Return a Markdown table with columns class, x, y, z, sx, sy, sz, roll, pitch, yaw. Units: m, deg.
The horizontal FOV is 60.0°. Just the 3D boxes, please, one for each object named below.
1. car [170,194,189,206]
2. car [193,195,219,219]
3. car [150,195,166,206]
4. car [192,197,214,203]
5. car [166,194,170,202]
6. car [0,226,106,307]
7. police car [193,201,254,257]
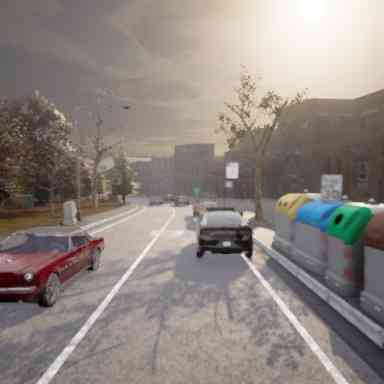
| class | x | y | z | sx | sy | sz | roll | pitch | yaw |
| --- | --- | --- | --- | --- | --- | --- | --- | --- | --- |
| car | -1.608 | 1.259 | 49.549 | 2.128 | 1.511 | 4.902 | -1 | 0 | -10 |
| car | 1.113 | 1.224 | 28.751 | 2.097 | 1.767 | 4.553 | 0 | 0 | 0 |
| car | -5.391 | 1.421 | 50.182 | 1.895 | 1.301 | 4.718 | -1 | 0 | -9 |
| car | 1.106 | 1.356 | 22.918 | 1.801 | 1.575 | 5.366 | 0 | 0 | 0 |
| car | -4.565 | 1.219 | 63.966 | 1.837 | 1.490 | 4.892 | -2 | 0 | -16 |
| car | -3.582 | 1.564 | 7.982 | 1.895 | 1.301 | 4.718 | 0 | 0 | 0 |
| police car | 1.080 | 1.370 | 12.792 | 1.930 | 1.638 | 5.238 | 0 | 0 | 0 |
